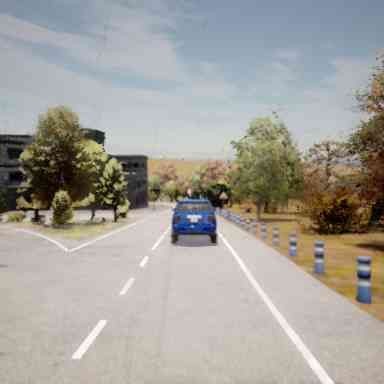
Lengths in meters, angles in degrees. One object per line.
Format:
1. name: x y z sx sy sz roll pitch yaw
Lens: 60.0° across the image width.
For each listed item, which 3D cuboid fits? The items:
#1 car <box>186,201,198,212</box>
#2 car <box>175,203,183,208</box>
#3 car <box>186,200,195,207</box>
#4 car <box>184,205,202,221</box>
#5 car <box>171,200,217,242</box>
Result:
1. car: 0.059 2.558 59.418 2.097 1.767 4.553 0 -2 0
2. car: -3.268 3.445 86.487 1.895 1.301 4.718 0 -1 0
3. car: -0.385 3.268 95.367 2.097 1.767 4.553 -1 0 -7
4. car: 0.100 2.125 34.846 1.837 1.490 4.892 0 -1 0
5. car: 0.099 1.428 17.599 2.150 2.045 5.566 0 -2 0
